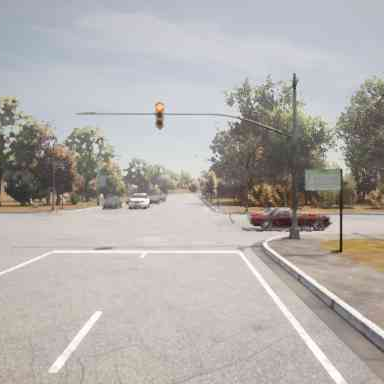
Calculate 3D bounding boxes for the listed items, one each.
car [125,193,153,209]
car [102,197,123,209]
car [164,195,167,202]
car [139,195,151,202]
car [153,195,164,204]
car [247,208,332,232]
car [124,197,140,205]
[{"bbox_3d":[-7.003,1.202,44.544,2.150,2.045,5.566,0,1,0],"label":"car"},{"bbox_3d":[-10.505,1.487,44.182,1.837,1.490,4.892,0,1,0],"label":"car"},{"bbox_3d":[-6.839,1.464,77.082,2.033,1.411,5.357,0,0,0],"label":"car"},{"bbox_3d":[-10.347,1.465,73.405,1.837,1.490,4.892,0,0,0],"label":"car"},{"bbox_3d":[-6.931,1.528,61.415,2.033,1.411,5.357,0,0,1],"label":"car"},{"bbox_3d":[5.708,1.595,19.789,4.718,1.301,1.895,0,0,3],"label":"car"},{"bbox_3d":[-10.451,1.545,58.530,1.994,1.385,4.181,0,0,0],"label":"car"}]
